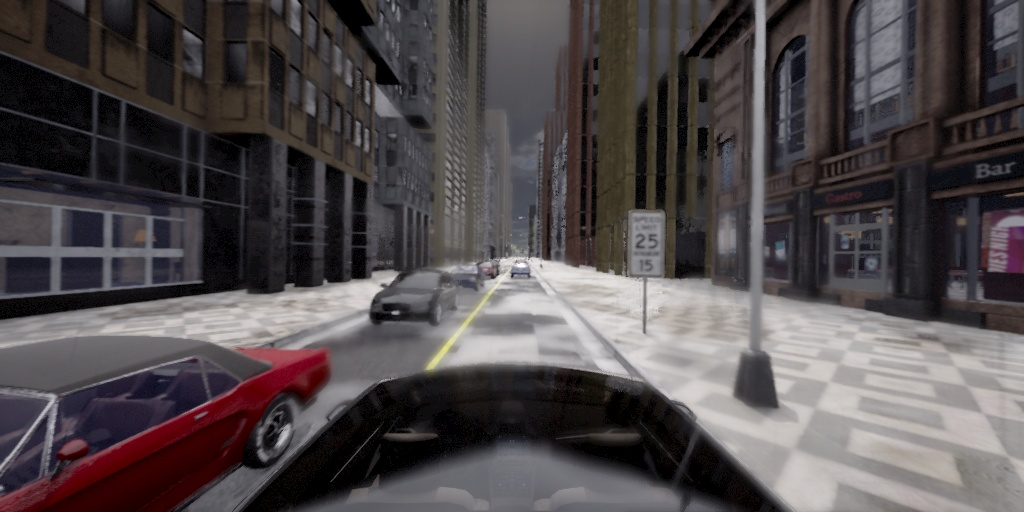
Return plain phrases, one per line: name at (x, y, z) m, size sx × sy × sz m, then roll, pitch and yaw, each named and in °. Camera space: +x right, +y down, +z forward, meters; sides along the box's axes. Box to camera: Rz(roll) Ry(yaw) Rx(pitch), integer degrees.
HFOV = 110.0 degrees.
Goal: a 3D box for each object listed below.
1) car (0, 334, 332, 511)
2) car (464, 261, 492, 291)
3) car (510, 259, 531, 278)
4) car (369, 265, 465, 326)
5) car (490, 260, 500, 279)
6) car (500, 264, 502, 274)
car at (-3.134, 1.299, 2.068) m, size 1.895 × 1.301 × 4.718 m, roll 1°, pitch 0°, yaw 1°
car at (-2.638, 1.226, 21.434) m, size 2.033 × 1.411 × 5.357 m, roll 1°, pitch 0°, yaw 2°
car at (0.822, 1.265, 33.668) m, size 2.033 × 1.411 × 5.357 m, roll 1°, pitch 0°, yaw 2°
car at (-2.897, 1.193, 11.548) m, size 1.837 × 1.490 × 4.892 m, roll 1°, pitch 0°, yaw 1°
car at (-2.355, 1.194, 31.358) m, size 1.812 × 1.442 × 4.674 m, roll 1°, pitch 0°, yaw 2°
car at (-2.134, 1.222, 37.609) m, size 1.837 × 1.490 × 4.892 m, roll 1°, pitch 0°, yaw 1°
